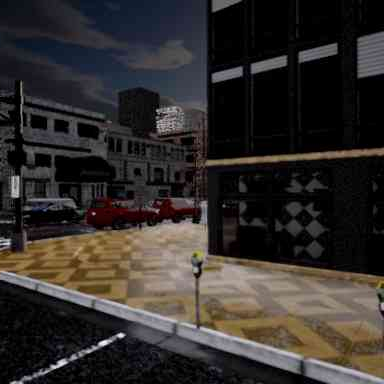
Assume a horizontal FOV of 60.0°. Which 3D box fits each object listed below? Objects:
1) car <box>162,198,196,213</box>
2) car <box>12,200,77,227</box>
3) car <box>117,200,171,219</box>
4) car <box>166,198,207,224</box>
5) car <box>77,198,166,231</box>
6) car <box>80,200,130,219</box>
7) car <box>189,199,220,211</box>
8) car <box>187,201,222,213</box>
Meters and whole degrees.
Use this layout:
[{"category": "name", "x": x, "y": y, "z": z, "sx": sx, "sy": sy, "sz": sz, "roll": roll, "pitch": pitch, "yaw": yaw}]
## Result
[{"category": "car", "x": -1.472, "y": 1.561, "z": 39.281, "sx": 1.967, "sy": 1.590, "sz": 4.097, "roll": -1, "pitch": -1, "yaw": 35}, {"category": "car", "x": -9.798, "y": 1.540, "z": 23.071, "sx": 2.128, "sy": 1.511, "sz": 4.902, "roll": 0, "pitch": 0, "yaw": 35}, {"category": "car", "x": -4.317, "y": 1.571, "z": 30.793, "sx": 2.128, "sy": 1.511, "sz": 4.902, "roll": 0, "pitch": 0, "yaw": 35}, {"category": "car", "x": -1.033, "y": 1.362, "z": 25.423, "sx": 2.192, "sy": 1.841, "sz": 5.009, "roll": -1, "pitch": -1, "yaw": 35}, {"category": "car", "x": -4.230, "y": 1.344, "z": 20.918, "sx": 2.192, "sy": 1.841, "sz": 5.009, "roll": -1, "pitch": 0, "yaw": 35}, {"category": "car", "x": -7.867, "y": 1.522, "z": 30.270, "sx": 1.967, "sy": 1.590, "sz": 4.097, "roll": -1, "pitch": 0, "yaw": 35}, {"category": "car", "x": 1.725, "y": 1.692, "z": 43.783, "sx": 2.008, "sy": 1.369, "sz": 4.403, "roll": -1, "pitch": -1, "yaw": 35}, {"category": "car", "x": 1.544, "y": 1.716, "z": 39.035, "sx": 1.895, "sy": 1.301, "sz": 4.718, "roll": 0, "pitch": 0, "yaw": 35}]
